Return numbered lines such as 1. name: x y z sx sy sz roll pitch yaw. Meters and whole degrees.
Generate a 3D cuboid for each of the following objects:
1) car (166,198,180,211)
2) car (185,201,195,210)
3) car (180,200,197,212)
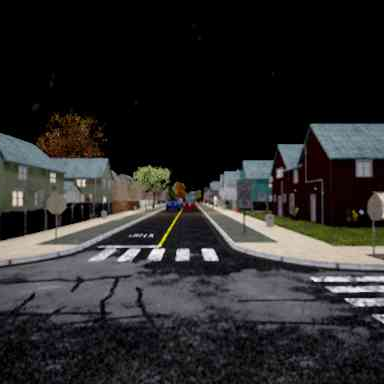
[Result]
1. car: -3.090 1.998 55.000 2.150 2.045 5.566 0 -1 0
2. car: -0.376 2.398 60.874 1.812 1.442 4.674 0 -1 0
3. car: -0.315 2.052 50.844 2.097 1.767 4.553 0 -1 0
